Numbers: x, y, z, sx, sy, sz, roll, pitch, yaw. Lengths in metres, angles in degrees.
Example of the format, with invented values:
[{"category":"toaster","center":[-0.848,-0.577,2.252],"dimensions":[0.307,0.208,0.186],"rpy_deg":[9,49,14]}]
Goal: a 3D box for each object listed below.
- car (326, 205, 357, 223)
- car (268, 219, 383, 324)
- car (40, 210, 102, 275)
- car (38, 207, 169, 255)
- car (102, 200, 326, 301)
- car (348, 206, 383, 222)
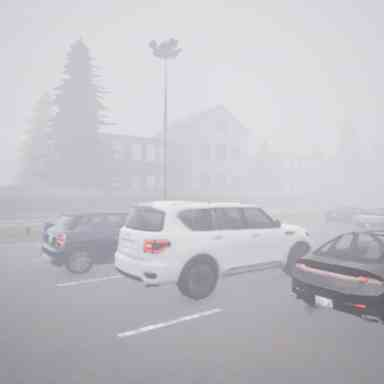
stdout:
[{"category":"car","center":[11.863,1.649,25.109],"dimensions":[4.181,1.385,1.994],"rpy_deg":[0,0,-36]},{"category":"car","center":[4.045,1.516,6.632],"dimensions":[4.902,1.511,2.128],"rpy_deg":[0,0,-35]},{"category":"car","center":[-2.291,1.367,10.711],"dimensions":[4.553,1.767,2.097],"rpy_deg":[0,0,-35]},{"category":"car","center":[-3.612,1.496,14.067],"dimensions":[5.008,1.535,1.882],"rpy_deg":[0,0,-36]},{"category":"car","center":[0.821,1.241,8.632],"dimensions":[5.566,2.045,2.150],"rpy_deg":[0,0,-36]},{"category":"car","center":[12.247,1.678,21.080],"dimensions":[4.718,1.301,1.895],"rpy_deg":[0,0,-35]}]
